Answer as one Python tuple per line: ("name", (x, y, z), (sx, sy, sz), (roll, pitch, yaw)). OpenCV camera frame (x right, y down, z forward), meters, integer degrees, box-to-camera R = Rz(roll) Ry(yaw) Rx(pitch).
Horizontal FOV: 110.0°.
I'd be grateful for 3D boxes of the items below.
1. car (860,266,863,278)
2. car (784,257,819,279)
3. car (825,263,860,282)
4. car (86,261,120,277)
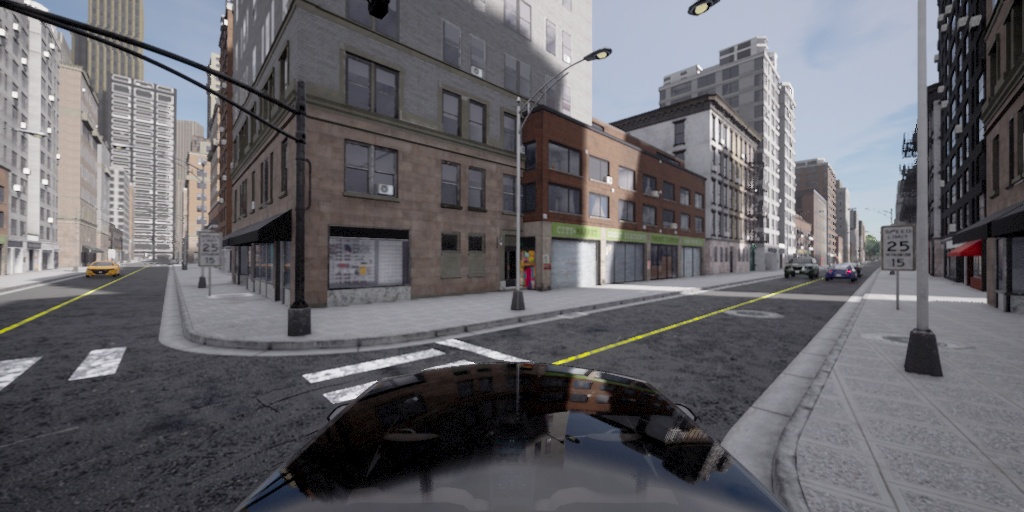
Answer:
("car", (35.827, 1.428, 38.072), (5.008, 1.535, 1.882), (0, 0, -43))
("car", (28.531, 1.141, 35.264), (5.566, 2.045, 2.150), (0, 0, -44))
("car", (28.415, 1.429, 30.914), (4.674, 1.442, 1.812), (0, 0, -43))
("car", (-39.569, 1.216, 34.773), (1.882, 1.535, 5.008), (0, 0, -44))
